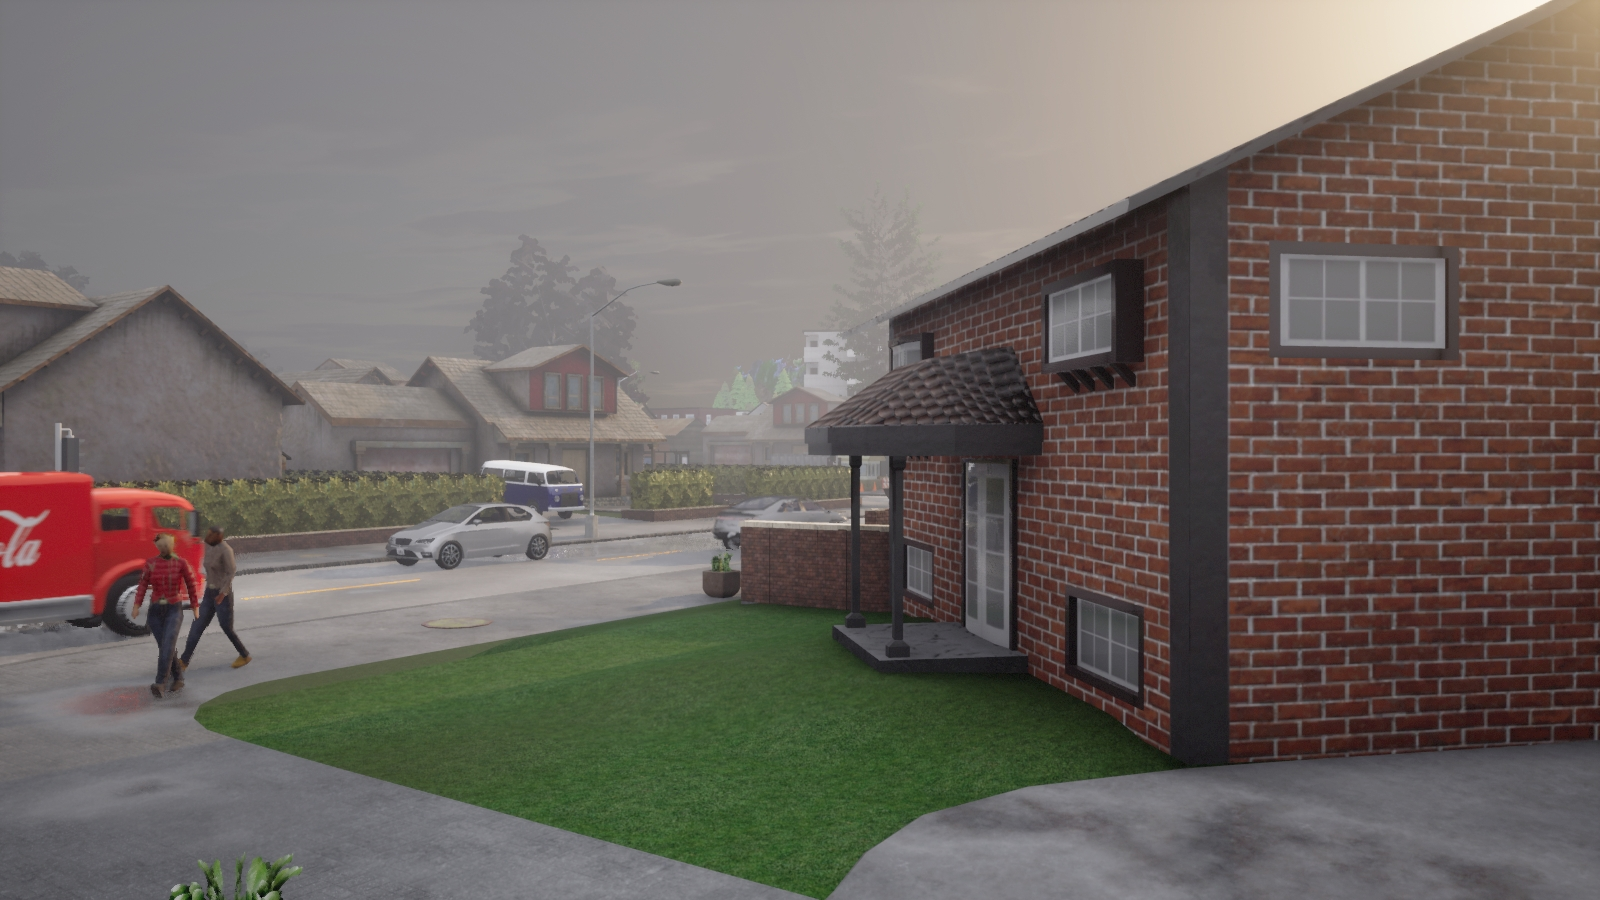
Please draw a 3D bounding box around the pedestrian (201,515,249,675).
[{"bbox_3d":[-6.953,1.736,13.822,0.375,1.860,0.375,0,0,29],"label":"pedestrian"}]

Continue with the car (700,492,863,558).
[{"bbox_3d":[-0.413,2.034,32.158,2.128,1.511,4.902,0,0,35],"label":"car"}]

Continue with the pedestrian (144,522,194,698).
[{"bbox_3d":[-6.899,1.737,12.507,0.375,1.860,0.375,0,0,-10],"label":"pedestrian"}]

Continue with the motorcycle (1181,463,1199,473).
[{"bbox_3d":[47.455,2.161,139.026,2.033,1.199,0.803,0,0,35],"label":"motorcycle"}]

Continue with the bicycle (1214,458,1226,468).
[{"bbox_3d":[65.395,2.030,177.932,1.835,1.471,0.329,0,0,35],"label":"bicycle"}]

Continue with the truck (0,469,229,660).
[{"bbox_3d":[-11.439,1.555,16.365,2.627,2.467,5.204,0,0,37],"label":"truck"}]

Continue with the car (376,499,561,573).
[{"bbox_3d":[-8.091,2.051,28.194,1.816,1.474,4.193,0,0,34],"label":"car"}]
